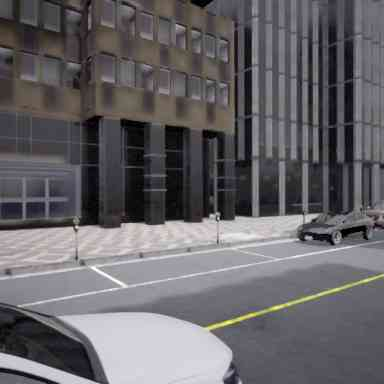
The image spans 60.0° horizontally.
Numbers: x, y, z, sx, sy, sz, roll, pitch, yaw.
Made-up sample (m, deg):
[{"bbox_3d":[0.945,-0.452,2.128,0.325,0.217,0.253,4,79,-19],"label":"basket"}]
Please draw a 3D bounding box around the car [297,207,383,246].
[{"bbox_3d":[6.687,1.565,15.285,4.313,1.339,1.947,0,0,-35],"label":"car"}]

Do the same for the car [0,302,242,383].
[{"bbox_3d":[-1.704,1.525,2.218,4.674,1.442,1.812,0,0,-36],"label":"car"}]

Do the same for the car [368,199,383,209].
[{"bbox_3d":[11.275,1.314,18.559,5.009,1.841,2.192,0,0,-35],"label":"car"}]
